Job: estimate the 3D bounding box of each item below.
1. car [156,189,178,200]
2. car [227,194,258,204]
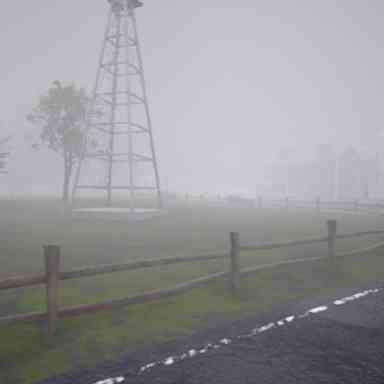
[{"bbox_3d":[-4.785,0.524,63.397,2.150,2.045,5.566,1,0,-35],"label":"car"},{"bbox_3d":[7.022,1.005,46.572,1.882,1.535,5.008,1,0,-35],"label":"car"}]
